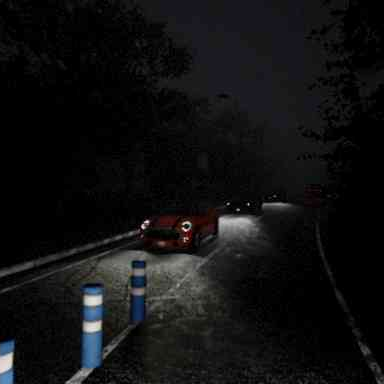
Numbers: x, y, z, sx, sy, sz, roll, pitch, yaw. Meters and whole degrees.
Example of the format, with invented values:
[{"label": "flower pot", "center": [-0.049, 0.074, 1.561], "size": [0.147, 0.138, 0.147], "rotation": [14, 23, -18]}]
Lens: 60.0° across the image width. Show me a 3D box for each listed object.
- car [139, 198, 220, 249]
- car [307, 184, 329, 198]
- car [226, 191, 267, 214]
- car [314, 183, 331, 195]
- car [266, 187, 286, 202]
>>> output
[{"label": "car", "center": [-0.332, 1.111, 13.500], "size": [2.097, 1.767, 4.553], "rotation": [0, 2, 19]}, {"label": "car", "center": [15.018, -0.061, 39.861], "size": [2.128, 1.511, 4.902], "rotation": [0, 3, 26]}, {"label": "car", "center": [4.083, 0.838, 25.253], "size": [1.895, 1.301, 4.718], "rotation": [0, 3, 23]}, {"label": "car", "center": [19.276, -0.512, 49.070], "size": [2.128, 1.511, 4.902], "rotation": [0, 3, 23]}, {"label": "car", "center": [8.820, 0.240, 35.526], "size": [1.837, 1.490, 4.892], "rotation": [0, 3, 26]}]
